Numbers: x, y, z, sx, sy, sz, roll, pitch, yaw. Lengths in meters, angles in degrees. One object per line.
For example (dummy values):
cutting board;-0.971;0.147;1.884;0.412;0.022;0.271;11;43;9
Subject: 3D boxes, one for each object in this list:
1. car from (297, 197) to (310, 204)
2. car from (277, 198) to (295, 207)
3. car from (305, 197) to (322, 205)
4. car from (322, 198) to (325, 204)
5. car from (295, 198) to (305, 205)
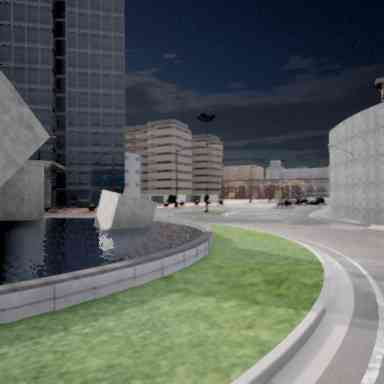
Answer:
car;26.853;2.084;79.675;2.128;1.511;4.902;-1;-1;29
car;17.173;2.001;61.900;2.128;1.511;4.902;-1;-1;29
car;25.557;2.122;69.976;1.895;1.301;4.718;-1;-1;29
car;30.325;2.033;78.733;1.837;1.490;4.892;-1;-1;29
car;22.070;2.087;70.892;1.812;1.442;4.674;-1;-1;29
